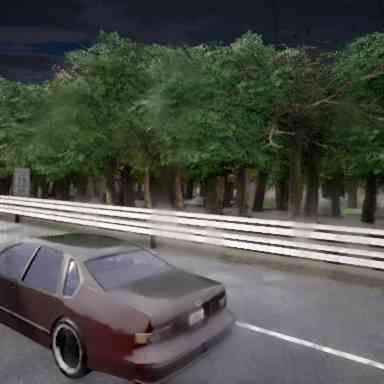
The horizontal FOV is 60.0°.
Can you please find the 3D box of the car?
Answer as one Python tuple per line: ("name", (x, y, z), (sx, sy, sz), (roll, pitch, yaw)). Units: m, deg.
("car", (-1.975, 1.391, 5.302), (5.357, 1.411, 2.033), (2, 1, 36))
